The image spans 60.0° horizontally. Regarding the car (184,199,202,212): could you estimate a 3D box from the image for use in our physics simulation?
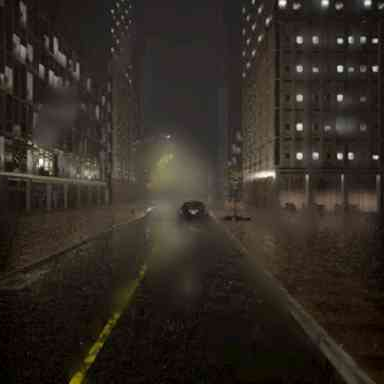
[{"bbox_3d":[0.090,1.599,41.343,2.033,1.411,5.357,0,0,0],"label":"car"}]

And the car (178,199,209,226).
[{"bbox_3d":[0.094,1.366,23.549,2.097,1.767,4.553,0,0,0],"label":"car"}]

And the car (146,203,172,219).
[{"bbox_3d":[-2.836,1.626,28.983,1.895,1.301,4.718,0,0,0],"label":"car"}]
